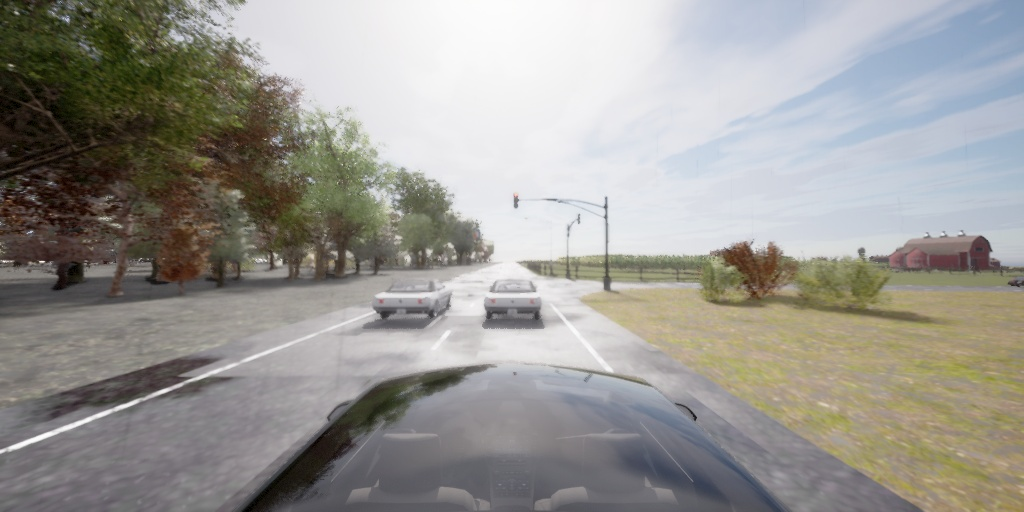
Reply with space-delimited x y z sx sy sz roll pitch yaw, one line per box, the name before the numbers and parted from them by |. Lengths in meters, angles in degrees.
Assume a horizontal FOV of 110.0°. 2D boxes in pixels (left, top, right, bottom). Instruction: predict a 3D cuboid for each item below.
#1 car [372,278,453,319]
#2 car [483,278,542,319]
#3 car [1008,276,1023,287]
car | -3.470 1.492 13.535 1.895 1.301 4.718 0 -1 0
car | 0.058 1.492 13.536 1.895 1.301 4.718 0 -1 1
car | 48.785 2.270 33.033 4.181 1.385 1.994 1 -2 1
